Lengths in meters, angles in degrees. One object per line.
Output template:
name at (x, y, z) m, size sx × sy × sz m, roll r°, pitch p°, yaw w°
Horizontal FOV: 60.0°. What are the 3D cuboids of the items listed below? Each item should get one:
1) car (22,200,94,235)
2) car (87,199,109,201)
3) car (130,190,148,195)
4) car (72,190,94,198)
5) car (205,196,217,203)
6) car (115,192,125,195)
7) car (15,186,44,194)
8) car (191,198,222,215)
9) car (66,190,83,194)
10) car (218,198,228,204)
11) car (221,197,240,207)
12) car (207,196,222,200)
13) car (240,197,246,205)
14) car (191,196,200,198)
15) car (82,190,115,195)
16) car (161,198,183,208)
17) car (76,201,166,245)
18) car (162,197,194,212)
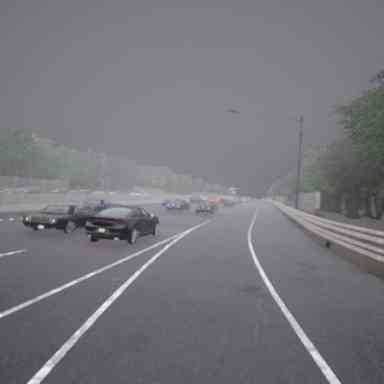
car at (-6.198, 1.289, 16.862) m, size 1.895 × 1.301 × 4.718 m, roll 3°, pitch 0°, yaw 12°
car at (-7.567, 1.220, 27.266) m, size 1.895 × 1.301 × 4.718 m, roll 3°, pitch 0°, yaw 12°
car at (-10.318, 0.732, 64.788) m, size 2.150 × 2.045 × 5.566 m, roll 3°, pitch 0°, yaw 12°
car at (-21.079, 0.375, 64.657) m, size 1.812 × 1.442 × 4.674 m, roll 3°, pitch 0°, yaw 12°
car at (4.970, 1.889, 86.459) m, size 2.097 × 1.767 × 4.553 m, roll 3°, pitch 0°, yaw 12°
car at (-14.164, 0.772, 63.605) m, size 1.837 × 1.490 × 4.892 m, roll 4°, pitch 0°, yaw 12°
car at (-24.256, -0.016, 49.716) m, size 2.097 × 1.767 × 4.553 m, roll 3°, pitch 0°, yaw 12°
car at (1.688, 1.745, 37.231) m, size 2.033 × 1.411 × 5.357 m, roll 3°, pitch 0°, yaw 12°
car at (-17.231, 0.566, 49.251) m, size 1.837 × 1.490 × 4.892 m, roll 3°, pitch 0°, yaw 13°
car at (7.560, 2.171, 81.861) m, size 1.837 × 1.490 × 4.892 m, roll 3°, pitch 0°, yaw 12°
car at (7.651, 2.103, 65.398) m, size 2.128 × 1.511 × 4.902 m, roll 3°, pitch 0°, yaw 12°
car at (4.230, 1.755, 66.063) m, size 2.097 × 1.767 × 4.553 m, roll 3°, pitch 0°, yaw 12°
car at (11.805, 2.475, 85.055) m, size 2.128 × 1.511 × 4.902 m, roll 3°, pitch 0°, yaw 12°
car at (0.812, 1.547, 66.790) m, size 2.097 × 1.767 × 4.553 m, roll 3°, pitch 0°, yaw 12°
car at (-13.704, 0.753, 49.020) m, size 1.882 × 1.535 × 5.008 m, roll 3°, pitch 0°, yaw 13°
car at (-2.914, 1.535, 49.260) m, size 1.895 × 1.301 × 4.718 m, roll 3°, pitch 0°, yaw 12°
car at (-2.959, 1.361, 15.247) m, size 1.882 × 1.535 × 5.008 m, roll 3°, pitch 0°, yaw 12°
car at (-1.544, 1.550, 38.837) m, size 2.033 × 1.411 × 5.357 m, roll 3°, pitch 0°, yaw 12°
